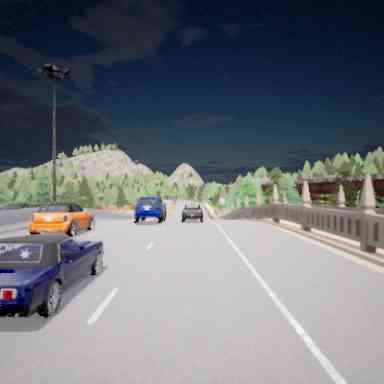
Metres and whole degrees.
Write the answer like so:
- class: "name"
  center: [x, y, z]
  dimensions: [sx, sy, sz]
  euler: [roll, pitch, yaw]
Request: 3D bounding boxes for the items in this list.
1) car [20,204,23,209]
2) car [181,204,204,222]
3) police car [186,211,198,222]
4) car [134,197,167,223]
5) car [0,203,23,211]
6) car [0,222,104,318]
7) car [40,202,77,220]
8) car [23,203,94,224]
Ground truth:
- class: "car"
  center: [-17.575, 2.503, 38.695]
  dimensions: [1.812, 1.442, 4.674]
  euler: [0, -5, 0]
- class: "car"
  center: [0.061, 1.855, 29.836]
  dimensions: [2.128, 1.511, 4.902]
  euler: [0, -3, 1]
- class: "police car"
  center: [0.020, 4.274, 56.986]
  dimensions: [1.930, 1.638, 5.238]
  euler: [0, -6, 0]
- class: "car"
  center: [-3.380, 1.478, 27.719]
  dimensions: [2.150, 2.045, 5.566]
  euler: [0, -2, 0]
- class: "car"
  center: [-21.072, 2.257, 39.336]
  dimensions: [2.150, 2.045, 5.566]
  euler: [0, -5, 0]
- class: "car"
  center: [-3.398, 1.600, 7.370]
  dimensions: [1.895, 1.301, 4.718]
  euler: [0, 0, 0]
- class: "car"
  center: [-14.074, 2.070, 35.460]
  dimensions: [2.097, 1.767, 4.553]
  euler: [0, -4, 0]
- class: "car"
  center: [-6.895, 1.359, 18.124]
  dimensions: [2.097, 1.767, 4.553]
  euler: [0, 0, 0]
